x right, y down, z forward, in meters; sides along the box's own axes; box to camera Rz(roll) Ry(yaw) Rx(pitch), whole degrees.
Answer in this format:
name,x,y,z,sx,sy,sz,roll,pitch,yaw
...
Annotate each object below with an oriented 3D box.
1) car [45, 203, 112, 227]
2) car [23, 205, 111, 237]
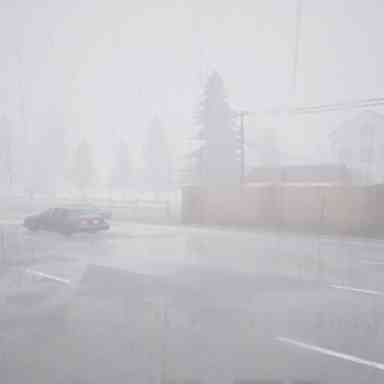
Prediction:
name,x,y,z,sx,sy,sz,roll,pitch,yaw
car,-7.707,1.490,22.383,4.718,1.301,1.895,0,0,35
car,-6.627,1.459,17.316,5.357,1.411,2.033,0,0,35
